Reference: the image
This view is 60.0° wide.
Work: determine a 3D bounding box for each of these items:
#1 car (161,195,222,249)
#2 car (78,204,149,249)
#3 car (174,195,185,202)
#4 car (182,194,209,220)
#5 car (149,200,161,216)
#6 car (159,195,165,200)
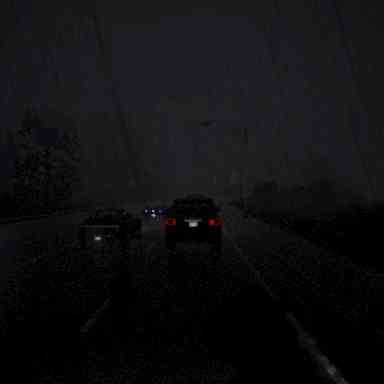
[{"bbox_3d":[0.076,1.255,14.604,2.150,2.045,5.566,0,0,1],"label":"car"},{"bbox_3d":[-3.424,1.492,14.615,2.128,1.511,4.902,0,0,1],"label":"car"},{"bbox_3d":[-2.804,1.393,76.932,1.837,1.490,4.892,0,0,7],"label":"car"},{"bbox_3d":[0.402,1.255,29.487,2.150,2.045,5.566,0,0,2],"label":"car"},{"bbox_3d":[-3.096,1.614,29.604,1.895,1.301,4.718,0,0,2],"label":"car"},{"bbox_3d":[-6.272,1.415,77.401,1.812,1.442,4.674,0,0,7],"label":"car"}]
